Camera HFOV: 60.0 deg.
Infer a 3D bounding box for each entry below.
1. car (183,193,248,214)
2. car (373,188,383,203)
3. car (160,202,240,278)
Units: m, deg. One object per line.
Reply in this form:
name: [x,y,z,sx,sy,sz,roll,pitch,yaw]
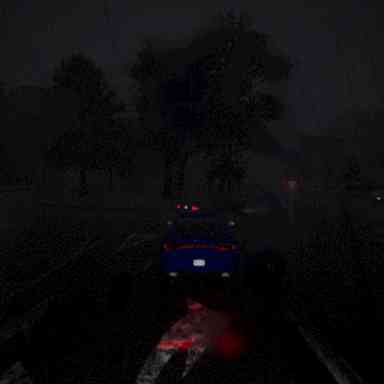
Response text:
car: [1.327,0.775,20.759,2.033,1.411,5.357,4,6,42]
car: [16.992,0.204,27.244,4.674,1.442,1.812,-2,5,-20]
car: [0.251,1.319,9.731,1.882,1.535,5.008,0,2,2]
